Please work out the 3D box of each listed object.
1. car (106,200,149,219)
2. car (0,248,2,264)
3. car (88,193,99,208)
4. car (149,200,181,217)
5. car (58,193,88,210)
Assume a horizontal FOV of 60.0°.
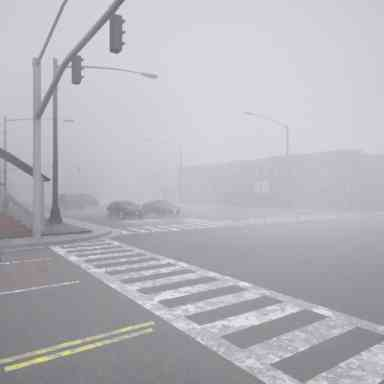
[{"bbox_3d":[-5.939,1.504,29.151,1.837,1.490,4.892,0,0,-36],"label":"car"},{"bbox_3d":[-7.127,1.477,7.427,5.008,1.535,1.882,0,0,-36],"label":"car"},{"bbox_3d":[-15.367,1.224,48.424,2.150,2.045,5.566,0,0,-35],"label":"car"},{"bbox_3d":[-2.912,1.489,30.947,2.128,1.511,4.902,0,0,-35],"label":"car"},{"bbox_3d":[-15.636,1.219,42.744,2.150,2.045,5.566,0,0,-35],"label":"car"}]
